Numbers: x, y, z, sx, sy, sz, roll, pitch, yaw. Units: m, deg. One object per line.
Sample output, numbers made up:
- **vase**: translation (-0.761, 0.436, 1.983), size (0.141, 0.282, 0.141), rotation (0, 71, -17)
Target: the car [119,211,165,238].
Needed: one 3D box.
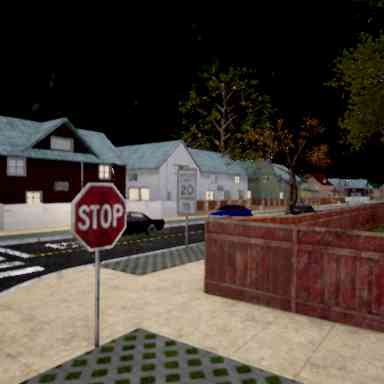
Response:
- **car**: translation (-3.587, 1.659, 16.785), size (1.895, 1.301, 4.718), rotation (0, 0, 36)

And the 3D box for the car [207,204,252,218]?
- **car**: translation (3.011, 1.692, 25.565), size (1.812, 1.442, 4.674), rotation (0, 0, 37)

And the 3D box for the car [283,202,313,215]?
- **car**: translation (12.100, 1.856, 37.585), size (2.033, 1.411, 5.357), rotation (0, 0, 37)
